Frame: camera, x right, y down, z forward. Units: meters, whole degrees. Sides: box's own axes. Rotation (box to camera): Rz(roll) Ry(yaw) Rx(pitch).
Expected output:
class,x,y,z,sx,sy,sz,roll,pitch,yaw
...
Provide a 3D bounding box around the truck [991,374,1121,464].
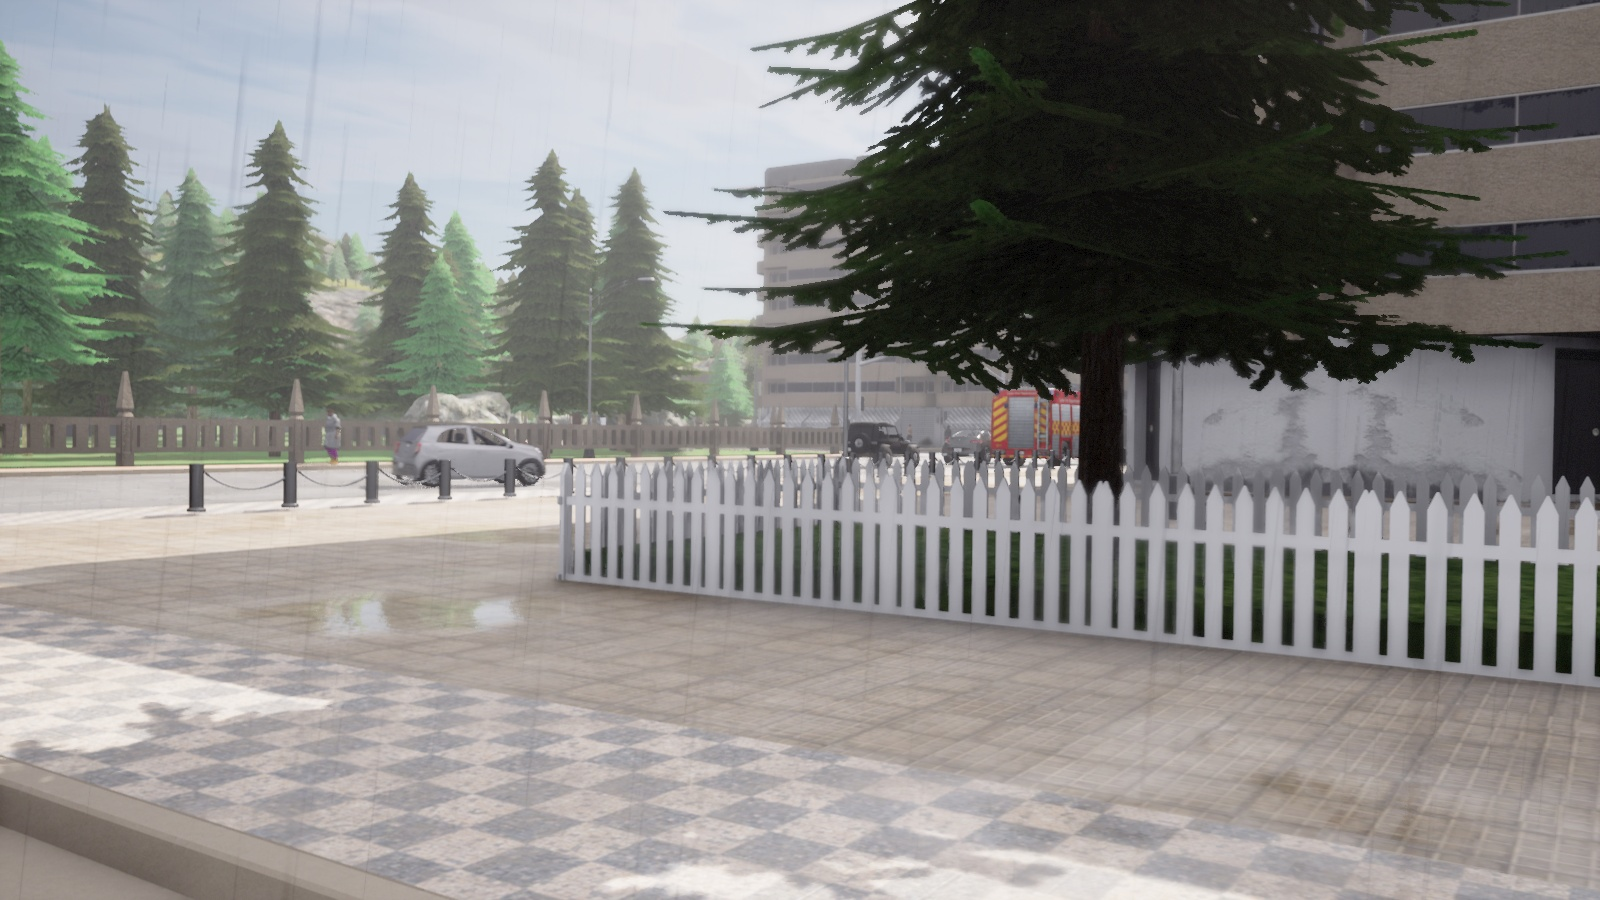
class,x,y,z,sx,sy,sz,roll,pitch,yaw
truck,11.928,-1.402,57.918,2.891,3.827,8.468,0,1,34

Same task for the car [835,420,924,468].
class,x,y,z,sx,sy,sz,roll,pitch,yaw
car,3.282,-0.283,51.230,1.905,1.878,3.866,0,1,33

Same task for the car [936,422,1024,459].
class,x,y,z,sx,sy,sz,roll,pitch,yaw
car,8.550,-0.456,59.163,2.152,1.651,5.027,0,1,34

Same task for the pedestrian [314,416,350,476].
class,x,y,z,sx,sy,sz,roll,pitch,yaw
pedestrian,-15.435,-0.149,41.412,0.659,1.952,0.873,0,1,33

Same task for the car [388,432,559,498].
class,x,y,z,sx,sy,sz,roll,pitch,yaw
car,-8.037,0.319,31.001,3.633,1.501,1.845,-1,1,-39
